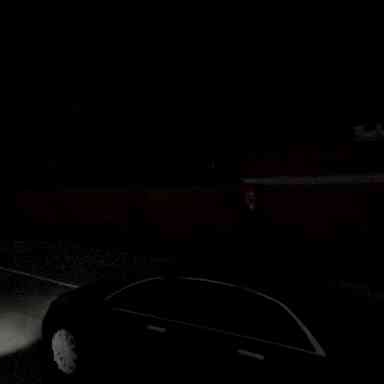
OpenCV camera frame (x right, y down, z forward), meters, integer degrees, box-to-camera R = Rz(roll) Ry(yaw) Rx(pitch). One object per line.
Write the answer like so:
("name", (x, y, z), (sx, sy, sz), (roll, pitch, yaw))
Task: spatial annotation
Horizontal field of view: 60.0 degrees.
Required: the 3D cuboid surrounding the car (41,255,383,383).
("car", (0.198, 1.516, 3.852), (4.892, 1.490, 1.837), (-1, -1, 36))
